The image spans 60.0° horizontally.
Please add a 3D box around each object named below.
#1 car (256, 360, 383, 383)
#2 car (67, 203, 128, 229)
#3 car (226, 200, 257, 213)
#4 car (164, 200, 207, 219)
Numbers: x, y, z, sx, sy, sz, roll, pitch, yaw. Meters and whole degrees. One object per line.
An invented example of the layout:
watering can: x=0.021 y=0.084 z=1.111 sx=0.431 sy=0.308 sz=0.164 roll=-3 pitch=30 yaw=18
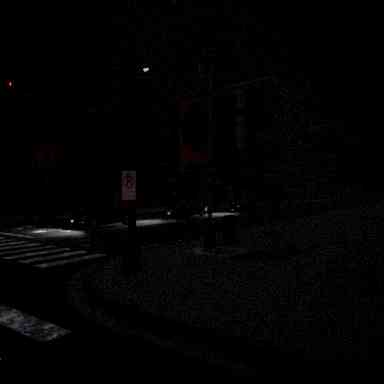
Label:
car: x=2.150 y=1.551 z=1.312 sx=4.403 sy=1.369 sz=2.008 roll=0 pitch=0 yaw=36
car: x=-5.969 y=1.525 z=22.215 sx=1.837 sy=1.490 sz=4.892 roll=0 pitch=0 yaw=32
car: x=5.765 y=1.660 z=38.764 sx=1.895 sy=1.301 sz=4.718 roll=0 pitch=0 yaw=35
car: x=-0.522 y=1.527 z=29.883 sx=2.128 sy=1.511 sz=4.902 roll=0 pitch=0 yaw=35
